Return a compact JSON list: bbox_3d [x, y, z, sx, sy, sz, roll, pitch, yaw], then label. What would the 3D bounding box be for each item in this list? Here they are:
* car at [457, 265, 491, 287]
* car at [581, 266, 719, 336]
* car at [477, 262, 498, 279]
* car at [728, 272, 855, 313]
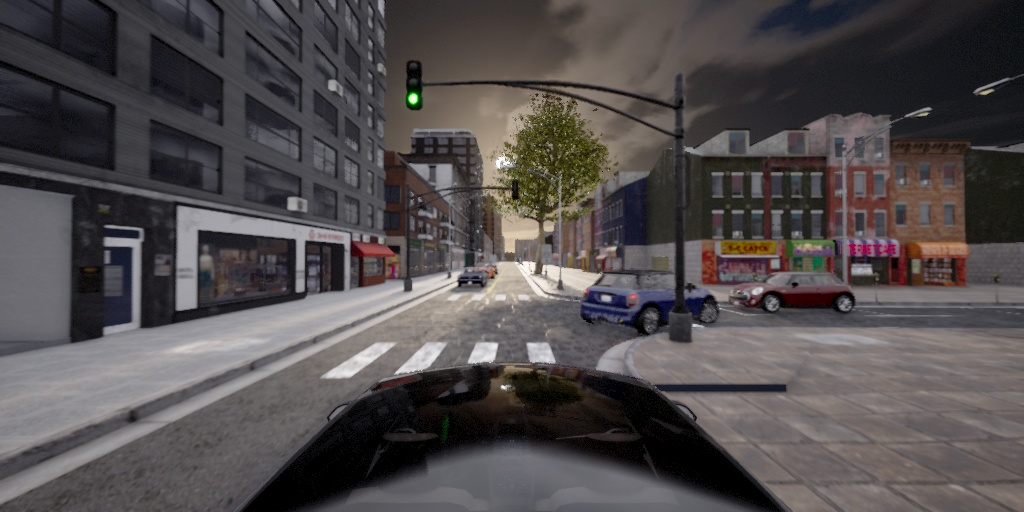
[{"bbox_3d":[-2.840,1.534,26.427,1.895,1.301,4.718,0,0,0],"label":"car"},{"bbox_3d":[4.287,1.192,10.925,4.553,1.767,2.097,1,0,-35],"label":"car"},{"bbox_3d":[-2.834,1.362,36.469,2.097,1.767,4.553,0,0,0],"label":"car"},{"bbox_3d":[10.920,1.354,14.256,4.097,1.591,1.967,0,0,0],"label":"car"}]
